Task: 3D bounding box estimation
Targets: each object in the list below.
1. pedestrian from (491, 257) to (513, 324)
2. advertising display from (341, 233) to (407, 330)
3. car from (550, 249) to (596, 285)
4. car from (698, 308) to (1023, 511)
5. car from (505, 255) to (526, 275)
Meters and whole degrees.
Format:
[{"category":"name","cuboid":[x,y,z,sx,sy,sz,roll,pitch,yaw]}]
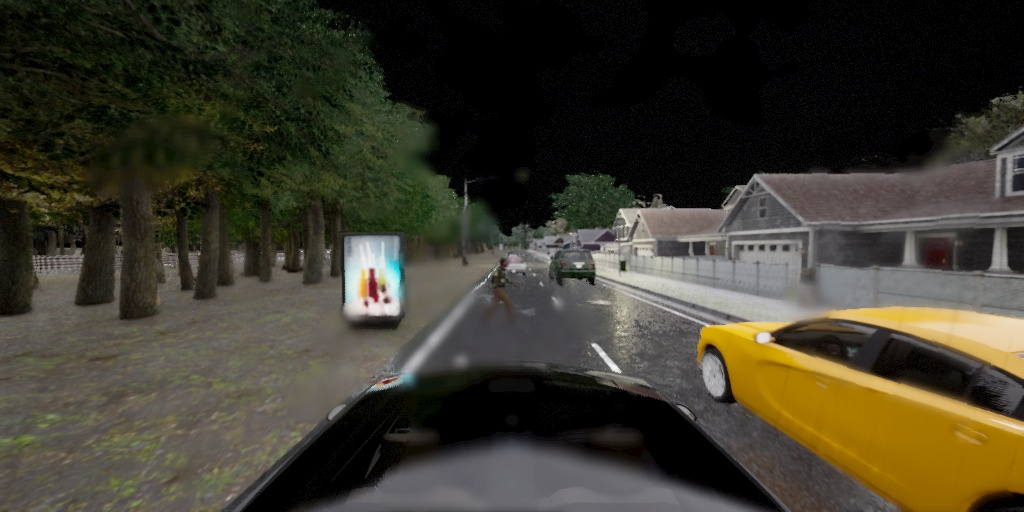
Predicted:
[{"category":"pedestrian","cuboid":[-0.262,0.906,9.449,0.375,1.860,0.375,1,2,10]},{"category":"advertising display","cuboid":[-3.490,0.642,9.160,1.540,2.440,0.280,0,0,0]},{"category":"car","cuboid":[3.626,0.598,22.091,2.150,2.045,5.566,0,1,0]},{"category":"car","cuboid":[3.601,1.202,3.159,1.882,1.535,5.008,0,1,0]},{"category":"car","cuboid":[0.134,0.824,29.611,1.895,1.301,4.718,0,1,0]}]
